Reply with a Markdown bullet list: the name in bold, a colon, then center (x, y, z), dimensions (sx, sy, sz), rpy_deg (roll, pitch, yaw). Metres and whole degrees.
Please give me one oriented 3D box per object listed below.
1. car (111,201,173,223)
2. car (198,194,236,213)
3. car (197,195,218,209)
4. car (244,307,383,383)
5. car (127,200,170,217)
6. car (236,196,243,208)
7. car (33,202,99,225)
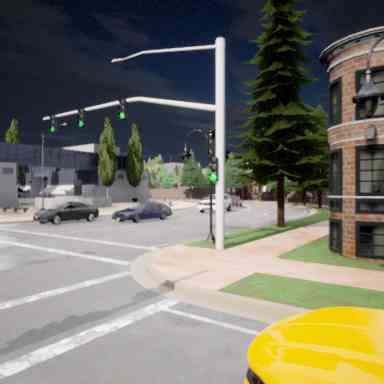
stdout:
- **car**: center (-3.733, 1.546, 25.999), dimensions (2.033, 1.411, 5.357), rpy_deg (0, 0, 35)
- **car**: center (2.646, 1.220, 36.396), dimensions (2.150, 2.045, 5.566), rpy_deg (0, 0, 26)
- **car**: center (2.207, 1.352, 45.643), dimensions (2.097, 1.767, 4.553), rpy_deg (0, 0, 12)
- **car**: center (2.733, 1.478, 2.018), dimensions (5.008, 1.535, 1.882), rpy_deg (0, 0, 36)
- **car**: center (-4.082, 1.562, 31.869), dimensions (1.994, 1.385, 4.181), rpy_deg (0, 0, 31)
- **car**: center (6.222, 1.351, 47.920), dimensions (2.097, 1.767, 4.553), rpy_deg (0, 0, 9)
- **car**: center (-9.116, 1.503, 24.455), dimensions (1.837, 1.490, 4.892), rpy_deg (0, 0, 35)
